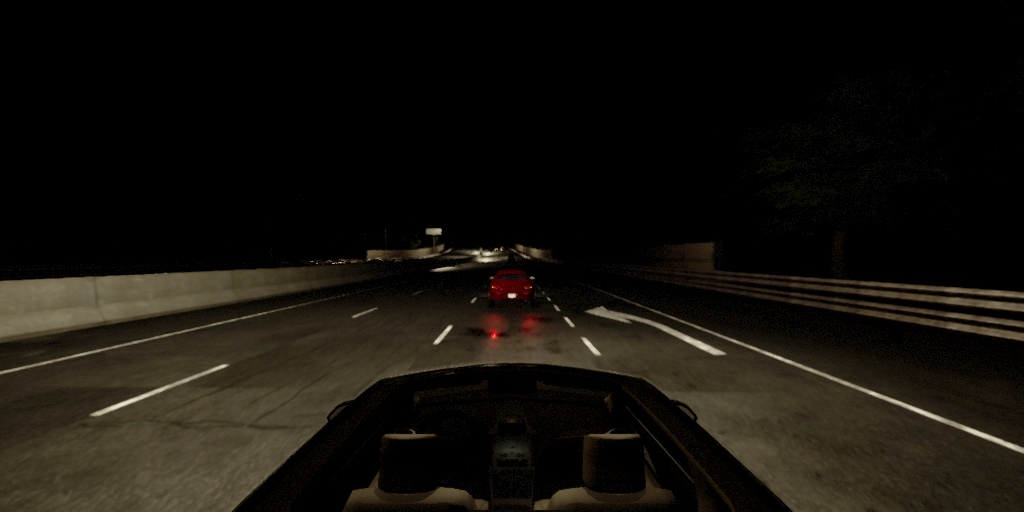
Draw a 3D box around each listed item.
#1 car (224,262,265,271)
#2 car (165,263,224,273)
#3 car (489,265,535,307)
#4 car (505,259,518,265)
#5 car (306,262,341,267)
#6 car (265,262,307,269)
[{"bbox_3d":[-24.583,1.304,34.525,1.882,1.535,5.008,0,0,0],"label":"car"},{"bbox_3d":[-28.092,1.370,32.341,2.033,1.411,5.357,0,0,0],"label":"car"},{"bbox_3d":[-0.004,1.311,15.627,1.812,1.442,4.674,0,0,0],"label":"car"},{"bbox_3d":[-0.016,1.356,39.437,1.812,1.442,4.674,0,0,0],"label":"car"},{"bbox_3d":[-17.584,1.392,34.840,1.994,1.385,4.181,0,0,0],"label":"car"},{"bbox_3d":[-21.084,1.320,34.982,2.128,1.511,4.902,0,0,0],"label":"car"}]
